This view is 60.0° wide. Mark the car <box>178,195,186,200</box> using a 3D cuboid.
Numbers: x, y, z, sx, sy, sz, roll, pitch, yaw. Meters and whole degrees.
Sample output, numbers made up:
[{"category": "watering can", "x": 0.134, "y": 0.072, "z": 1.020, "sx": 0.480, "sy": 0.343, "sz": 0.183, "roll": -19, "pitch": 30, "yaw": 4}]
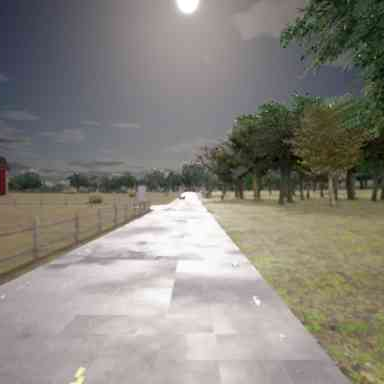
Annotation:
[{"category": "car", "x": -2.732, "y": 1.522, "z": 90.626, "sx": 1.895, "sy": 1.301, "sz": 4.718, "roll": 0, "pitch": 1, "yaw": 0}]
